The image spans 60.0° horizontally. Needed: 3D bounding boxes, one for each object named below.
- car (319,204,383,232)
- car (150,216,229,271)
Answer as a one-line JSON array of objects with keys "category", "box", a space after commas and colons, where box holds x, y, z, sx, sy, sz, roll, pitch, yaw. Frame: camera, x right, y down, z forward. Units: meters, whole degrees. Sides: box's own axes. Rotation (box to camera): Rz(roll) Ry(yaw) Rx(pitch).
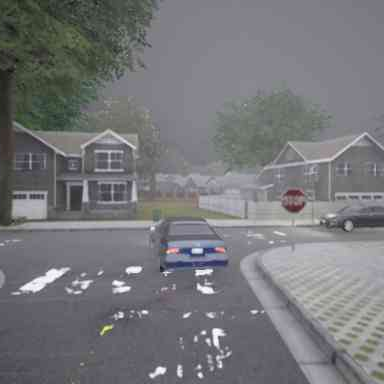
[{"category": "car", "box": [9.865, 1.470, 19.460, 4.892, 1.490, 1.837, 0, 0, -12]}, {"category": "car", "box": [-0.289, 1.503, 10.798, 2.033, 1.411, 5.357, 0, 0, -10]}]
